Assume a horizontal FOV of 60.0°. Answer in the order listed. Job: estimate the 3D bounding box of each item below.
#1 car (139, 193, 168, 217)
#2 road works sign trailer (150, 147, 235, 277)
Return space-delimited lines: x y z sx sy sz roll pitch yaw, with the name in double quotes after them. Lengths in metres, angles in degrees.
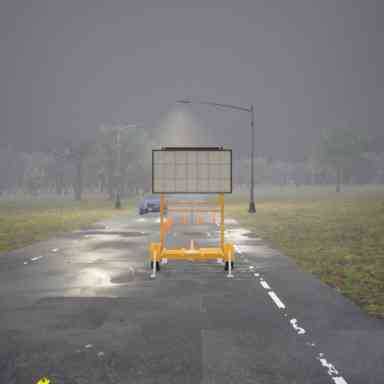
-3.476 1.104 30.689 2.150 2.045 5.566 0 0 0 "car"
0.006 0.446 10.160 2.380 3.560 2.880 0 0 0 "road works sign trailer"
